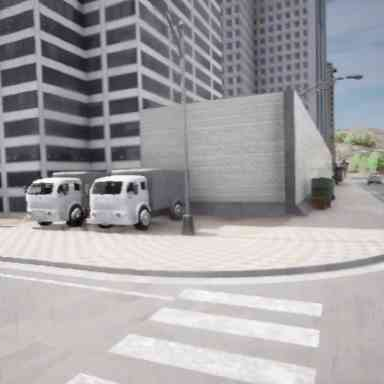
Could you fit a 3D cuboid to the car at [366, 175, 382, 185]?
[{"bbox_3d":[28.928,-1.876,52.957,1.837,1.490,4.892,0,3,24],"label":"car"}]
